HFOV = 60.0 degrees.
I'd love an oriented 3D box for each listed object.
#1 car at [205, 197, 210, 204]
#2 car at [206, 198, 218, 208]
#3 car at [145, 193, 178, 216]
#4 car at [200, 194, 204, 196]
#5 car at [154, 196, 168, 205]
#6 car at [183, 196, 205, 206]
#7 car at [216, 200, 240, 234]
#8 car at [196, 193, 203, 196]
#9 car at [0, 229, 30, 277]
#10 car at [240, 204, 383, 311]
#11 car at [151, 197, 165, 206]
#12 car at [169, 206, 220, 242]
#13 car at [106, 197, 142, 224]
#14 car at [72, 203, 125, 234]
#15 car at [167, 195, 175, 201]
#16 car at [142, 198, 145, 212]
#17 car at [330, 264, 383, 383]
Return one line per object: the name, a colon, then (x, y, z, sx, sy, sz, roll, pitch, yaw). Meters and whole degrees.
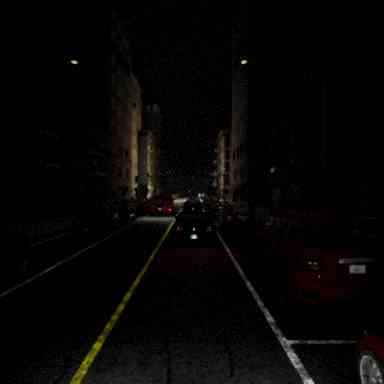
car: (2.635, 1.521, 41.771, 1.947, 1.339, 4.313, 0, 0, 0)
car: (2.635, 1.518, 30.408, 2.008, 1.369, 4.403, 0, 0, 0)
car: (-2.852, 1.190, 32.368, 2.150, 2.045, 5.566, 0, 0, 0)
car: (2.634, 1.466, 53.303, 1.752, 1.417, 4.829, 0, 0, 0)
car: (-5.391, 1.485, 58.813, 2.008, 1.369, 4.403, 0, 0, 0)
car: (0.096, 1.441, 34.257, 1.882, 1.535, 5.008, 0, 0, 0)
car: (2.636, 1.420, 19.046, 1.967, 1.590, 4.097, 0, 0, 0)
car: (2.634, 1.441, 91.097, 2.008, 1.369, 4.403, 0, 0, 0)
car: (-5.388, 1.559, 7.678, 1.947, 1.339, 4.313, 0, 0, 0)
car: (2.637, 1.307, 7.684, 2.192, 1.841, 5.009, 0, 0, 0)
car: (-5.391, 1.524, 53.132, 1.802, 1.307, 4.206, 0, 0, 0)
car: (0.096, 1.584, 16.201, 1.895, 1.301, 4.718, 0, 0, 0)
car: (-5.389, 1.289, 24.722, 2.192, 1.841, 5.009, 0, 0, 0)
car: (-5.389, 1.546, 19.041, 1.947, 1.339, 4.313, 0, 0, 0)
car: (-5.395, 1.449, 85.689, 2.008, 1.369, 4.403, 0, 0, 0)
car: (-5.390, 1.402, 36.086, 1.967, 1.590, 4.097, 0, 0, 0)
car: (2.637, 1.580, 2.002, 1.802, 1.307, 4.206, 0, 0, 0)
